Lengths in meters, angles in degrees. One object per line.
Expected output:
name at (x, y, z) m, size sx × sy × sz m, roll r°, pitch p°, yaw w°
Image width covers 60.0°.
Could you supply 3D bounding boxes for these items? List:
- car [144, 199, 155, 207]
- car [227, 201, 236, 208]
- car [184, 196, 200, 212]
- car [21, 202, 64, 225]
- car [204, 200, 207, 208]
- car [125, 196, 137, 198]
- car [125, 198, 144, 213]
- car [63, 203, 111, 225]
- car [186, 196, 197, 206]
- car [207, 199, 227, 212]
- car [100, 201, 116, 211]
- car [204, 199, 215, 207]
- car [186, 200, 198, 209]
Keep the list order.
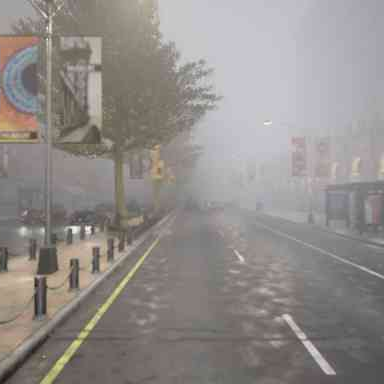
car at (-8.002, 2.129, 62.161) m, size 1.882 × 1.535 × 5.008 m, roll 0°, pitch -1°, yaw 0°
car at (6.747, 2.190, 60.259) m, size 1.895 × 1.301 × 4.718 m, roll 0°, pitch -1°, yaw 0°
car at (-0.002, 1.820, 47.386) m, size 2.097 × 1.767 × 4.553 m, roll 0°, pitch -1°, yaw 0°
car at (-11.599, 1.614, 26.508) m, size 2.097 × 1.767 × 4.553 m, roll 0°, pitch -1°, yaw 0°
car at (3.498, 2.047, 57.605) m, size 1.882 × 1.535 × 5.008 m, roll 0°, pitch -1°, yaw 0°
car at (-11.502, 1.747, 62.135) m, size 2.150 × 2.045 × 5.566 m, roll 0°, pitch -1°, yaw 0°
car at (-8.085, 1.915, 44.248) m, size 1.882 × 1.535 × 5.008 m, roll 0°, pitch -1°, yaw 0°
car at (-8.098, 1.822, 26.041) m, size 1.994 × 1.385 × 4.181 m, roll 0°, pitch -1°, yaw 0°
car at (-0.002, 1.836, 67.751) m, size 2.150 × 2.045 × 5.566 m, roll 0°, pitch -1°, yaw 0°
car at (3.498, 2.069, 47.360) m, size 1.895 × 1.301 × 4.718 m, roll 0°, pitch -1°, yaw 0°
car at (-11.583, 1.936, 44.969) m, size 2.128 × 1.511 × 4.902 m, roll 0°, pitch -1°, yaw 0°
car at (3.498, 2.211, 67.718) m, size 1.994 × 1.385 × 4.181 m, roll 0°, pitch -1°, yaw 0°
car at (-0.002, 2.134, 57.675) m, size 1.994 × 1.385 × 4.181 m, roll 0°, pitch -1°, yaw 0°
